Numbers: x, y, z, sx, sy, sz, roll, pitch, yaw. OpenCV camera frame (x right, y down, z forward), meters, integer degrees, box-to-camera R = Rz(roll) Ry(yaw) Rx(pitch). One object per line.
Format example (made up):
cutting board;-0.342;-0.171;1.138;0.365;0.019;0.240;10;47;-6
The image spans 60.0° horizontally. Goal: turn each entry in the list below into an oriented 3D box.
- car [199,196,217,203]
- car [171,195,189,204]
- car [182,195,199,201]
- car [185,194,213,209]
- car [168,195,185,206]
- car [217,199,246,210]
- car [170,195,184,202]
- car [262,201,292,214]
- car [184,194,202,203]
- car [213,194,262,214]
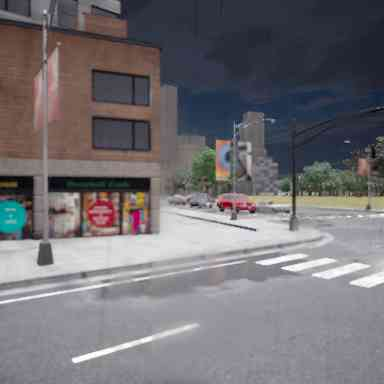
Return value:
car;3.175;1.486;66.738;1.994;1.385;4.181;0;0;-21
car;-2.333;1.411;62.886;1.882;1.535;5.008;0;0;-21
car;-0.430;1.355;76.074;2.033;1.411;5.357;0;0;-21
car;1.190;1.452;44.534;2.128;1.511;4.902;0;0;-21
car;-2.475;1.453;54.067;1.837;1.490;4.892;0;0;-21
car;5.076;1.560;43.494;1.895;1.301;4.718;0;0;-21
car;-3.461;1.344;74.904;1.812;1.442;4.674;0;0;-21
car;8.394;1.572;34.955;1.895;1.301;4.718;0;0;-22
car;0.153;1.279;65.538;2.097;1.767;4.553;0;0;-21
car;4.712;1.195;35.416;2.150;2.045;5.566;0;0;-21
